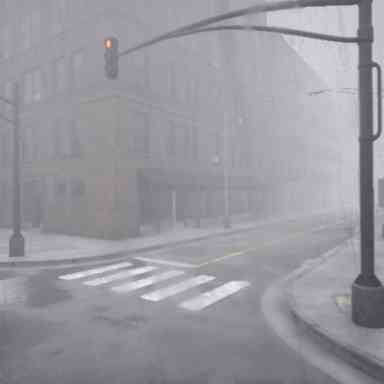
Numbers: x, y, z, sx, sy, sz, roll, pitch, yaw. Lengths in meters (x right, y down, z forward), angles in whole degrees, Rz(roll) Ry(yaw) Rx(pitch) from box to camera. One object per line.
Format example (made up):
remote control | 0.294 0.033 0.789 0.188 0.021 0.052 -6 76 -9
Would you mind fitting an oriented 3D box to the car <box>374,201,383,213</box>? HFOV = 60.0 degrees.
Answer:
car | 23.522 1.803 40.964 1.882 1.535 5.008 -1 -1 36
